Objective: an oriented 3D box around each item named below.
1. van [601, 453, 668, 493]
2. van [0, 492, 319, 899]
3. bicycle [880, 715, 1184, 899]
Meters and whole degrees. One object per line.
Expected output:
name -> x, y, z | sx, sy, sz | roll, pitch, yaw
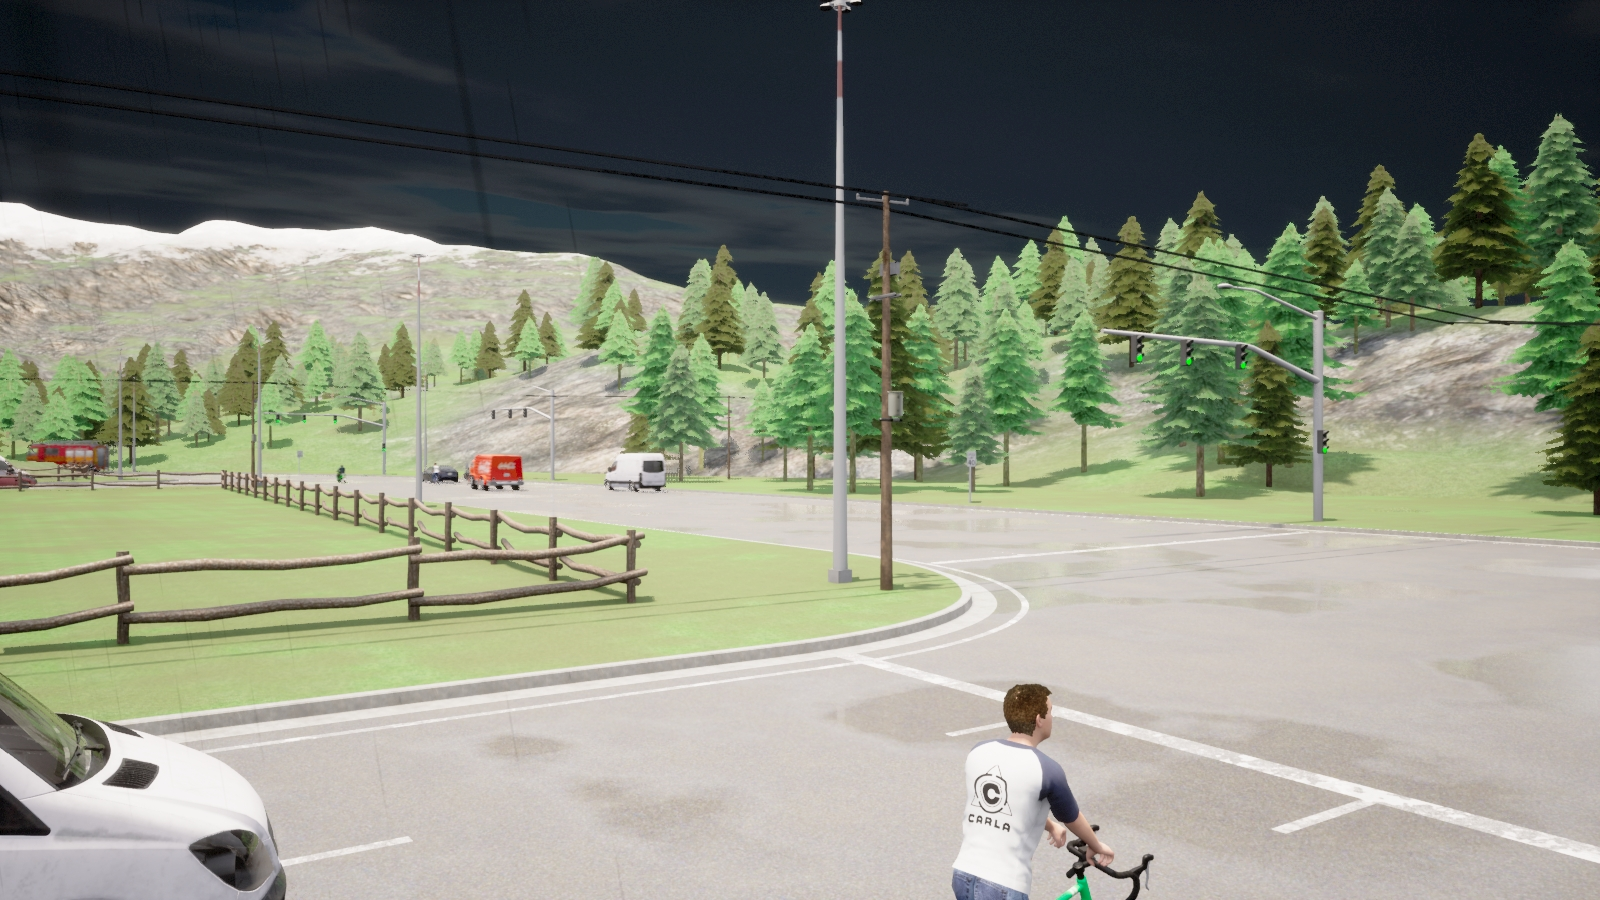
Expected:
van -> -11.170, 1.511, 76.769 | 1.988, 2.561, 5.915 | 0, 0, -35
van -> -5.215, 1.535, 4.399 | 5.915, 2.561, 1.988 | 0, 0, -35
bicycle -> 1.060, 2.053, 4.957 | 1.643, 1.496, 0.373 | 0, 0, -41
